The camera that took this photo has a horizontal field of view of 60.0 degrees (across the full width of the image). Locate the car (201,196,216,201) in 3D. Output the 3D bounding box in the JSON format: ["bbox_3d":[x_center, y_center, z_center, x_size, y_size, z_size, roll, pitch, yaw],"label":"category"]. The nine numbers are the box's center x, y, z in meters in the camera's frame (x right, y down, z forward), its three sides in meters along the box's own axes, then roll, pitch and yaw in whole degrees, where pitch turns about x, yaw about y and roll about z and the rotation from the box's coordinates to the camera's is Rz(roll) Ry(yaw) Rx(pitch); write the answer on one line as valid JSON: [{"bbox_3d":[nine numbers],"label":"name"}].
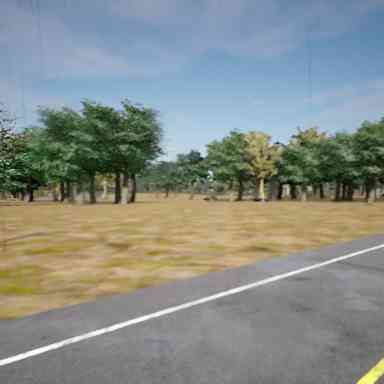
[{"bbox_3d":[4.370,1.702,82.479,1.882,1.535,5.008,2,-2,-41],"label":"car"}]
